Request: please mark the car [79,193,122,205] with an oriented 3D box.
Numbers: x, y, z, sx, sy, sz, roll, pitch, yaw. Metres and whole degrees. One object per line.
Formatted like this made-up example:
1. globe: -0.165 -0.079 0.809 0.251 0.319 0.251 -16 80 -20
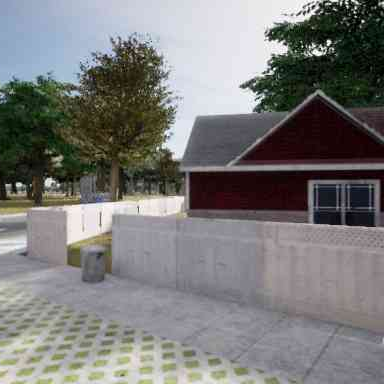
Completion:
1. car: -8.389 1.088 31.025 2.150 2.045 5.566 0 0 12
